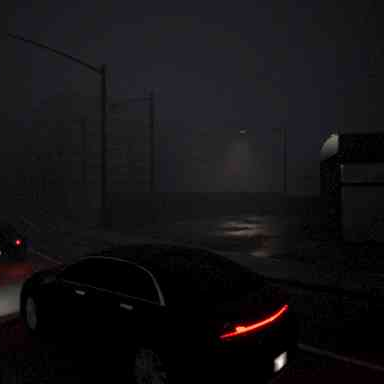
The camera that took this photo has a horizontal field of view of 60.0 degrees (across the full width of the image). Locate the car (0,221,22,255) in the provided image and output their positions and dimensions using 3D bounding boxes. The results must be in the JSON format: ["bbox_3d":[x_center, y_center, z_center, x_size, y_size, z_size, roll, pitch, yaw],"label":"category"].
[{"bbox_3d":[-7.940,1.785,12.778,1.895,1.301,4.718,0,-1,-40],"label":"car"}]

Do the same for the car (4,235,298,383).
[{"bbox_3d":[-0.899,1.558,5.088,4.892,1.490,1.837,-1,-1,41],"label":"car"}]
